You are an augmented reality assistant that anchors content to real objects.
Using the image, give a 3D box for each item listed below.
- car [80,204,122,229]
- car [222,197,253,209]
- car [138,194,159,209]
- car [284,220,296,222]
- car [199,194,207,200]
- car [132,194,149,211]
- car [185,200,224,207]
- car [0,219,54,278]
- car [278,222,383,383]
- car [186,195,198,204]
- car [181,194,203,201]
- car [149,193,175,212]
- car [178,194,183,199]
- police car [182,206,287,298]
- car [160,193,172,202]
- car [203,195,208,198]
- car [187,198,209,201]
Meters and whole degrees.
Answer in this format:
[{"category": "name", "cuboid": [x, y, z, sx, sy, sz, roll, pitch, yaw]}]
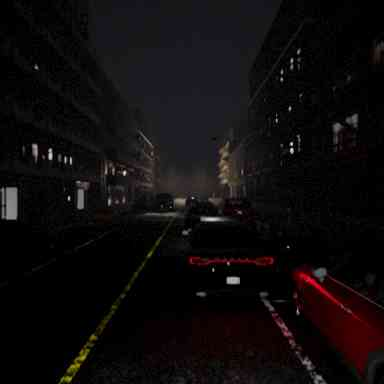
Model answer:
[{"category": "car", "cuboid": [-5.683, 1.463, 21.143, 1.752, 1.417, 4.829, 0, 0, 0]}, {"category": "car", "cuboid": [2.699, 1.252, 21.307, 2.192, 1.841, 5.009, 0, 0, 0]}, {"category": "car", "cuboid": [-5.677, 1.182, 43.859, 2.192, 1.841, 5.009, 0, 0, 0]}, {"category": "car", "cuboid": [2.696, 1.522, 10.034, 2.008, 1.369, 4.403, 0, 0, 0]}, {"category": "car", "cuboid": [2.711, 1.283, 83.307, 1.887, 1.381, 4.507, 0, 0, 0]}, {"category": "car", "cuboid": [-5.679, 1.325, 38.223, 1.967, 1.590, 4.097, 0, 0, 0]}, {"category": "car", "cuboid": [0.671, 1.427, 18.601, 1.882, 1.535, 5.008, 0, 0, 5]}, {"category": "car", "cuboid": [-5.686, 1.537, 10.039, 1.947, 1.339, 4.313, 0, 0, 0]}, {"category": "car", "cuboid": [2.694, 1.427, 4.399, 1.967, 1.590, 4.097, 0, 0, 0]}, {"category": "car", "cuboid": [0.015, 1.363, 59.911, 2.033, 1.411, 5.357, 0, 0, 0]}, {"category": "car", "cuboid": [0.022, 1.351, 46.211, 2.128, 1.511, 4.902, 0, 0, 0]}, {"category": "car", "cuboid": [-3.090, 1.108, 36.907, 2.150, 2.045, 5.566, 0, 0, 0]}, {"category": "car", "cuboid": [-2.978, 1.223, 95.253, 1.812, 1.442, 4.674, 0, 0, 0]}, {"category": "police car", "cuboid": [0.762, 1.400, 8.645, 1.930, 1.638, 5.238, 0, 0, 0]}, {"category": "car", "cuboid": [-5.670, 1.090, 72.040, 2.192, 1.841, 5.009, 0, 0, 0]}, {"category": "car", "cuboid": [2.709, 1.300, 72.205, 1.752, 1.417, 4.829, 0, 0, 0]}, {"category": "car", "cuboid": [0.790, 1.433, 24.504, 1.837, 1.490, 4.892, 0, 0, -2]}]
